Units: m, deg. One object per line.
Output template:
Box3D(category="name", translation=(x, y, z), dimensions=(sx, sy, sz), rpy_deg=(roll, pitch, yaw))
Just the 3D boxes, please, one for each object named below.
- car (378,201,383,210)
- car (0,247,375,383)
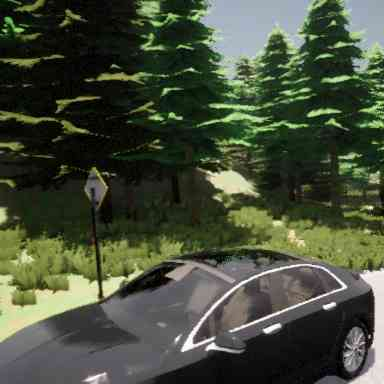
Box3D(category="car", translation=(32.827, 2.180, 54.786), dimensions=(5.357, 1.411, 2.033), rpy_deg=(-1, 0, -40))
Box3D(category="car", translation=(0.297, 1.508, 3.893), dimensions=(4.892, 1.490, 1.837), rpy_deg=(0, 0, -36))
